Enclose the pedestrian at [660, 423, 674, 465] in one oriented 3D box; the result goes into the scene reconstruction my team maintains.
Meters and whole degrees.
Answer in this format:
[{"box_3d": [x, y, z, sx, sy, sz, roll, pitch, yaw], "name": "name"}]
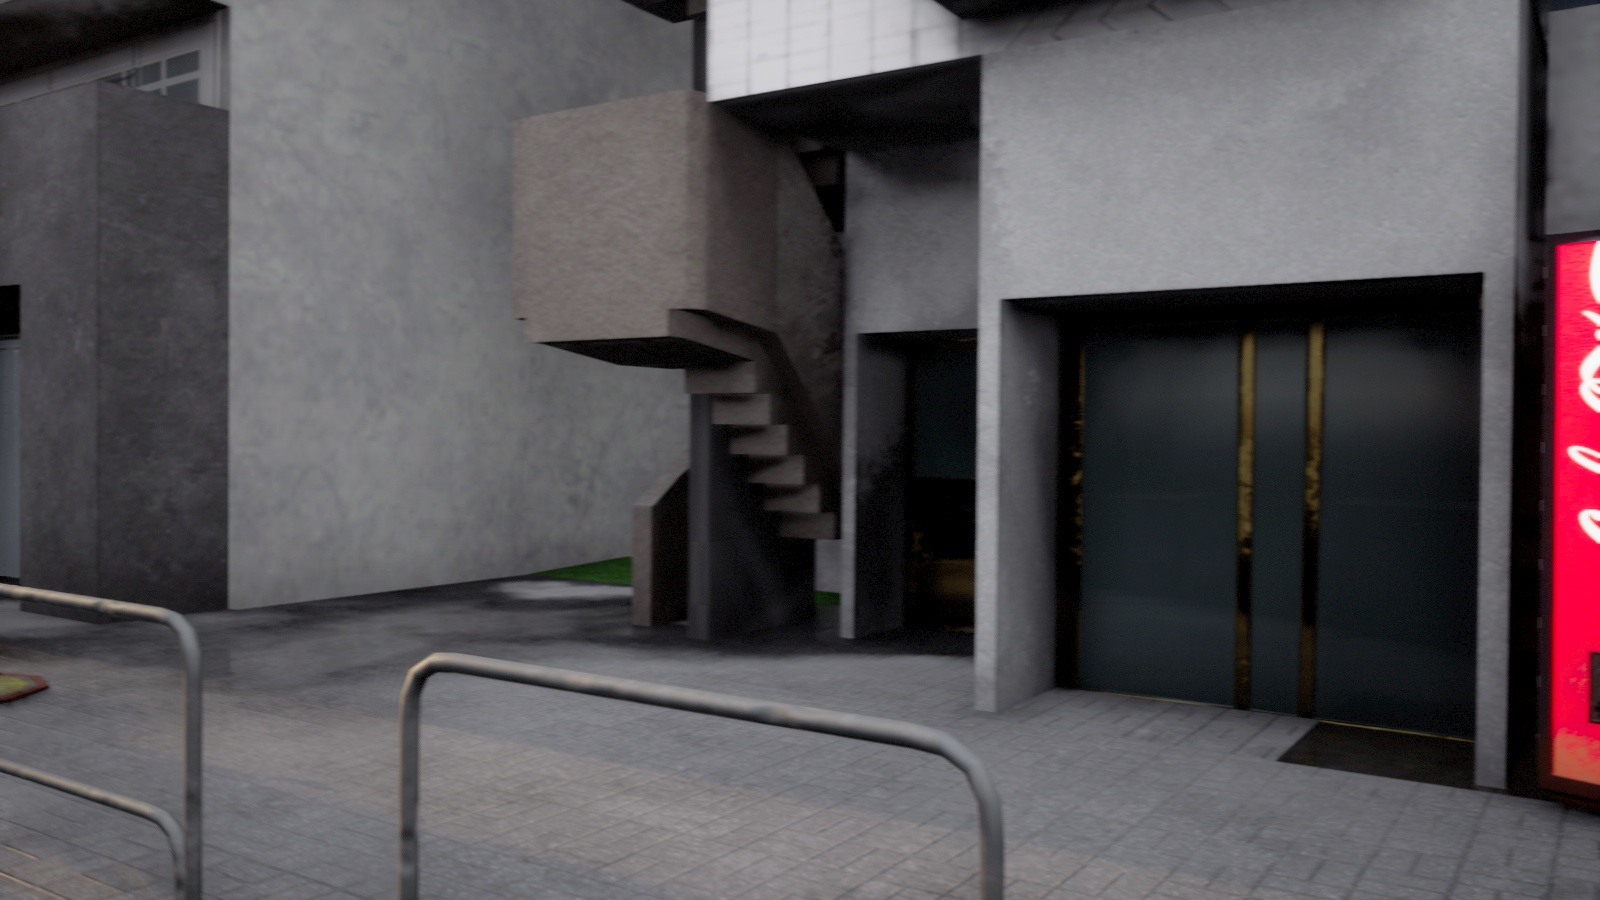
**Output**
[{"box_3d": [-5.826, -0.255, 54.879, 0.345, 1.836, 0.594, 0, 1, 23], "name": "pedestrian"}]
